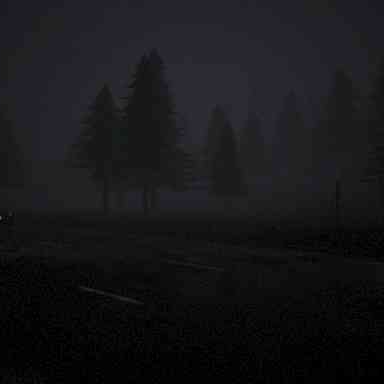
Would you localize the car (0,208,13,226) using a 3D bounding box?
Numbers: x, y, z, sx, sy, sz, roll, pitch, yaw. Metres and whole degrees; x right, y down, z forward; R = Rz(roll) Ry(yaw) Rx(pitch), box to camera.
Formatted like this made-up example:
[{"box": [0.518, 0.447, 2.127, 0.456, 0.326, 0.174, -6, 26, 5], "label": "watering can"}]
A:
[{"box": [-13.983, 1.637, 22.565, 4.181, 1.385, 1.994, 0, 0, 36], "label": "car"}]
